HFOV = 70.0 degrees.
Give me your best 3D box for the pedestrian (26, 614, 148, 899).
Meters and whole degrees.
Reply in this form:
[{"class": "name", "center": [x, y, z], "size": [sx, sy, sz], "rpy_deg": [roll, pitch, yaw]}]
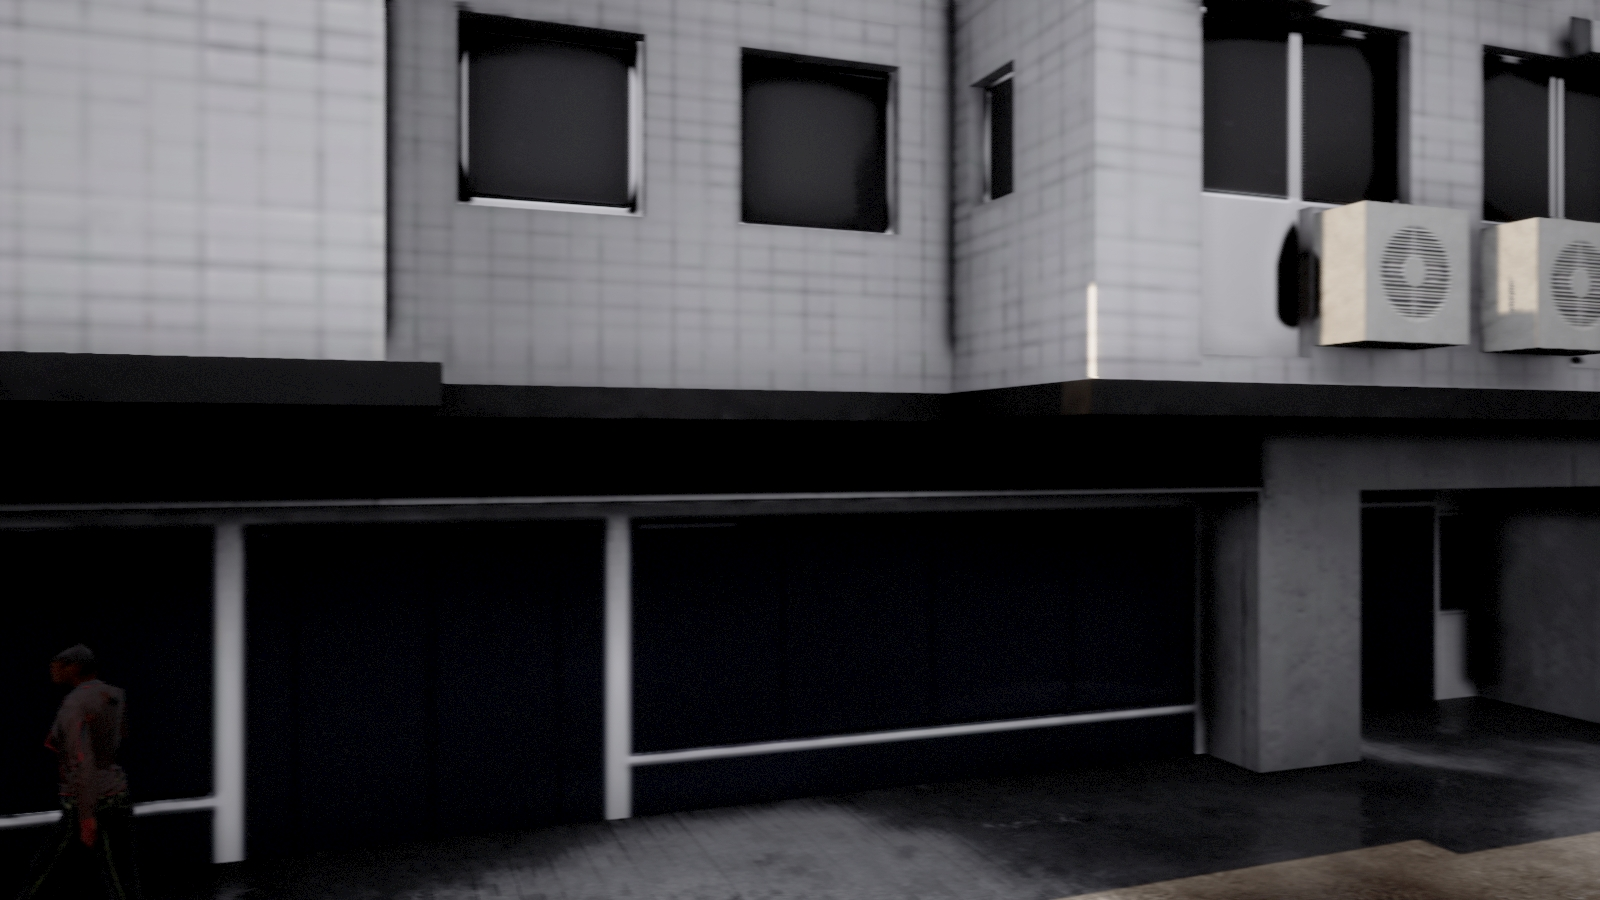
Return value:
[{"class": "pedestrian", "center": [-3.616, 1.790, 5.805], "size": [0.375, 1.860, 0.375], "rpy_deg": [0, 0, 5]}]
